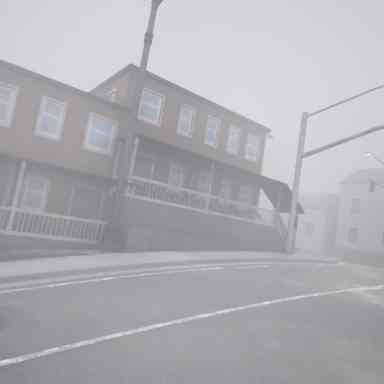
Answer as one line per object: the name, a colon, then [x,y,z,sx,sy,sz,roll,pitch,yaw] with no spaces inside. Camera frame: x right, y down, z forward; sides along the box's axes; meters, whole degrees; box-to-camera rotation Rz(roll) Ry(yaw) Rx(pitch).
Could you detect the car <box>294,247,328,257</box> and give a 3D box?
car: [9.559,5.682,29.494,1.882,1.535,5.008,13,-16,-34]
